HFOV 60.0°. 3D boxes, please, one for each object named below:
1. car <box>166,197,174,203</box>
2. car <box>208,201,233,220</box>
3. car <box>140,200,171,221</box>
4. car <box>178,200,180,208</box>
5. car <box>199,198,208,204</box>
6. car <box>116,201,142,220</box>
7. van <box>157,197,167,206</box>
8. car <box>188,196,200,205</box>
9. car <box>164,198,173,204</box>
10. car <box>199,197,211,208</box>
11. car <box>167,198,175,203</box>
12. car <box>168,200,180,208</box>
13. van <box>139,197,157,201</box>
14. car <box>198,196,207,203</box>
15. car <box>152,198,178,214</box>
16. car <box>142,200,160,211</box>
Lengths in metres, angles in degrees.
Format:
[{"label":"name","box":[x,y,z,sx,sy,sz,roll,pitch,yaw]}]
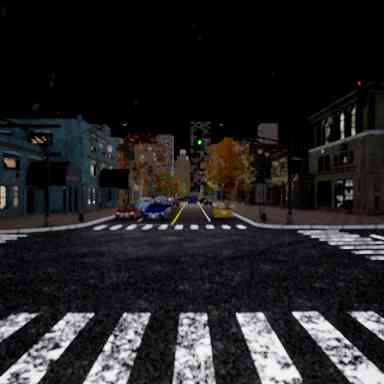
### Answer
[{"label":"car","box":[-5.653,2.126,85.352,1.887,1.381,4.507,0,0,0]},{"label":"car","box":[2.701,1.732,30.056,1.752,1.417,4.829,-1,0,0]},{"label":"car","box":[-3.104,1.726,29.144,1.812,1.442,4.674,0,0,0]},{"label":"car","box":[-3.070,1.889,47.466,1.994,1.385,4.181,0,0,0]},{"label":"car","box":[2.726,2.089,79.802,1.887,1.381,4.507,-1,0,0]},{"label":"car","box":[-5.678,1.787,29.890,1.802,1.307,4.206,0,0,0]},{"label":"van","box":[-5.665,1.772,63.168,1.690,1.788,3.998,0,0,0]},{"label":"car","box":[0.100,1.957,70.318,1.882,1.535,5.008,0,0,0]},{"label":"car","box":[-5.656,2.110,79.805,1.947,1.339,4.313,0,0,0]},{"label":"car","box":[2.715,1.945,57.617,2.008,1.369,4.403,-1,0,0]},{"label":"car","box":[-5.650,2.200,90.897,1.802,1.307,4.206,0,0,0]},{"label":"car","box":[-3.036,1.994,57.575,1.895,1.301,4.718,0,0,0]},{"label":"van","box":[-5.675,1.622,40.983,1.690,1.788,3.998,0,0,0]},{"label":"car","box":[2.726,1.896,85.349,2.192,1.841,5.009,0,0,0]},{"label":"car","box":[-3.081,1.754,38.342,2.128,1.511,4.902,0,0,0]},{"label":"car","box":[-5.671,1.863,46.529,1.887,1.381,4.507,0,0,0]}]
